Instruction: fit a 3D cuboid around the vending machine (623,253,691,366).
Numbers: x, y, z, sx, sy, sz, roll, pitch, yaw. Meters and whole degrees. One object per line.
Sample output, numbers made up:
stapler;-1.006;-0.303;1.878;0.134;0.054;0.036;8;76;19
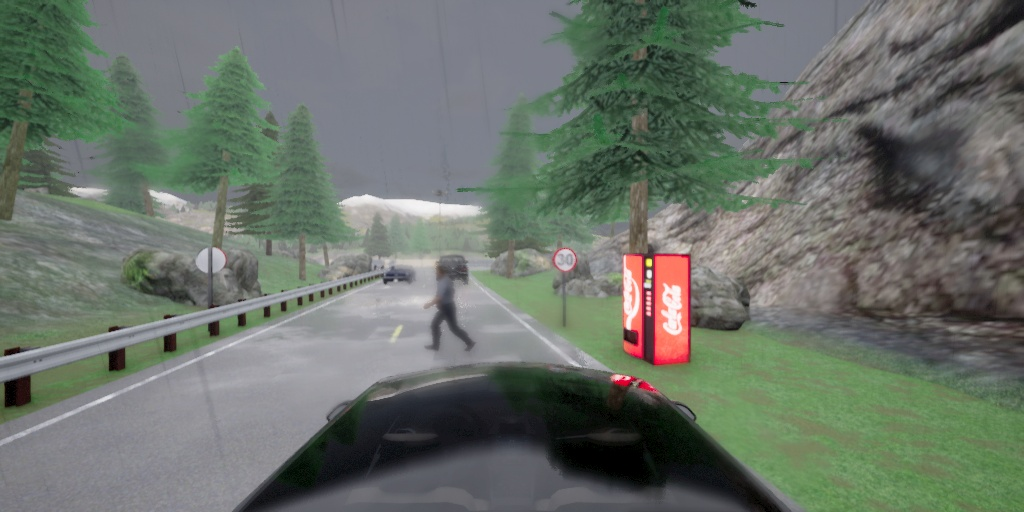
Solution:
vending machine;2.832;0.937;7.112;1.100;2.100;0.880;0;0;-11

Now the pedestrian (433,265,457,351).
pedestrian;-1.364;1.035;7.323;0.375;1.860;0.375;0;0;-11

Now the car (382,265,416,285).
car;-8.047;1.314;25.872;1.895;1.301;4.718;0;0;-10

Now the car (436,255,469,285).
car;-4.299;0.937;25.921;2.150;2.045;5.566;0;0;-10
